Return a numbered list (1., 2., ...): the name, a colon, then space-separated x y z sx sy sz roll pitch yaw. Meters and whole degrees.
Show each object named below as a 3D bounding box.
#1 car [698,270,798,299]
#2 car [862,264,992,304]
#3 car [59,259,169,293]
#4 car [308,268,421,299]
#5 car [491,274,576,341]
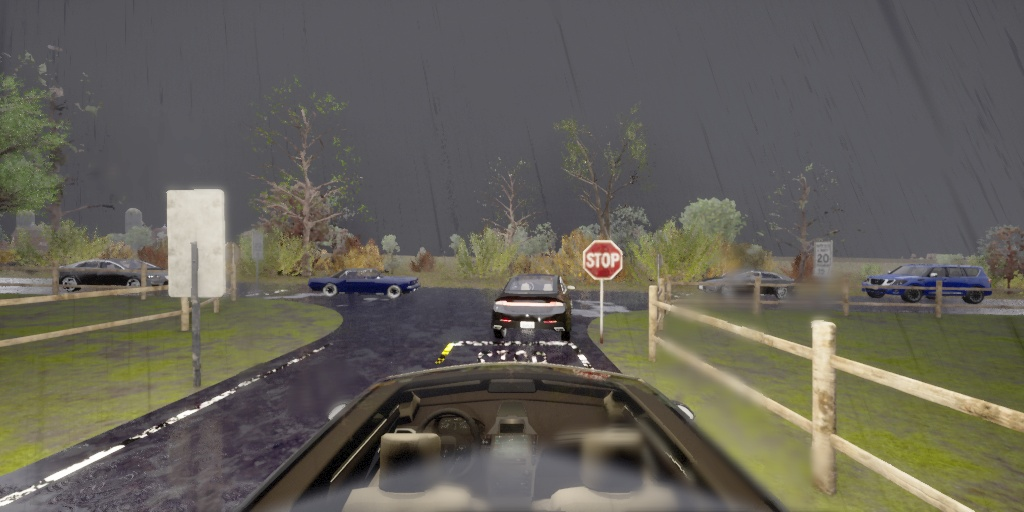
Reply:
1. car: 13.008 1.525 19.912 4.902 1.511 2.128 1 1 0
2. car: 22.904 1.466 19.899 5.566 2.045 2.150 1 1 0
3. car: -18.486 0.885 17.008 4.902 1.511 2.128 1 1 0
4. car: -6.818 1.248 16.989 4.718 1.301 1.895 1 1 0
5. car: 0.709 1.240 9.956 2.128 1.511 4.902 0 0 9
